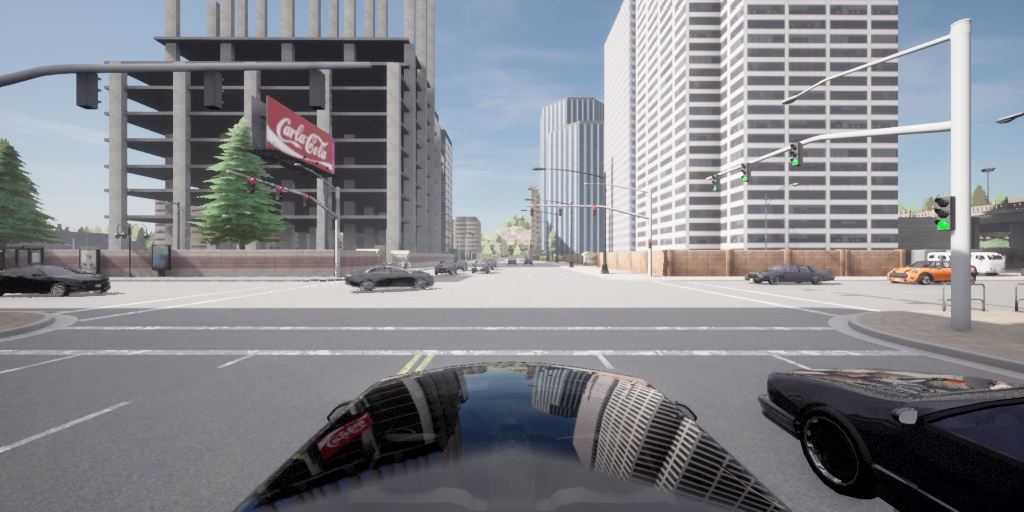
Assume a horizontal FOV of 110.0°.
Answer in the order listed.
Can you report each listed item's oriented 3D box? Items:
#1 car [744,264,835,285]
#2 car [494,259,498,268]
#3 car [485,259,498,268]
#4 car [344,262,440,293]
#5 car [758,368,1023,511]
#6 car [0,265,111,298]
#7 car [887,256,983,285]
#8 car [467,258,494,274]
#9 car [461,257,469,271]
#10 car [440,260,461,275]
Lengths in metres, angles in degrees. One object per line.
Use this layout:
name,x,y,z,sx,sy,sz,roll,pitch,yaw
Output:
car,19.648,1.297,25.457,5.357,1.411,2.033,0,0,0
car,-3.573,1.241,51.816,2.128,1.511,4.902,0,0,0
car,-3.540,1.255,62.201,1.837,1.490,4.892,0,0,0
car,-7.033,1.241,20.772,4.902,1.511,2.128,0,0,-28
car,3.597,1.297,1.411,2.033,1.411,5.357,0,0,0
car,-23.335,1.227,18.049,5.008,1.535,1.882,0,0,0
car,29.657,1.102,25.477,4.553,1.767,2.097,0,0,1
car,-3.580,1.241,41.749,2.128,1.511,4.902,0,0,0
car,-7.075,1.255,48.163,1.837,1.490,4.892,0,0,0
car,-7.081,1.255,38.750,1.837,1.490,4.892,0,0,0
